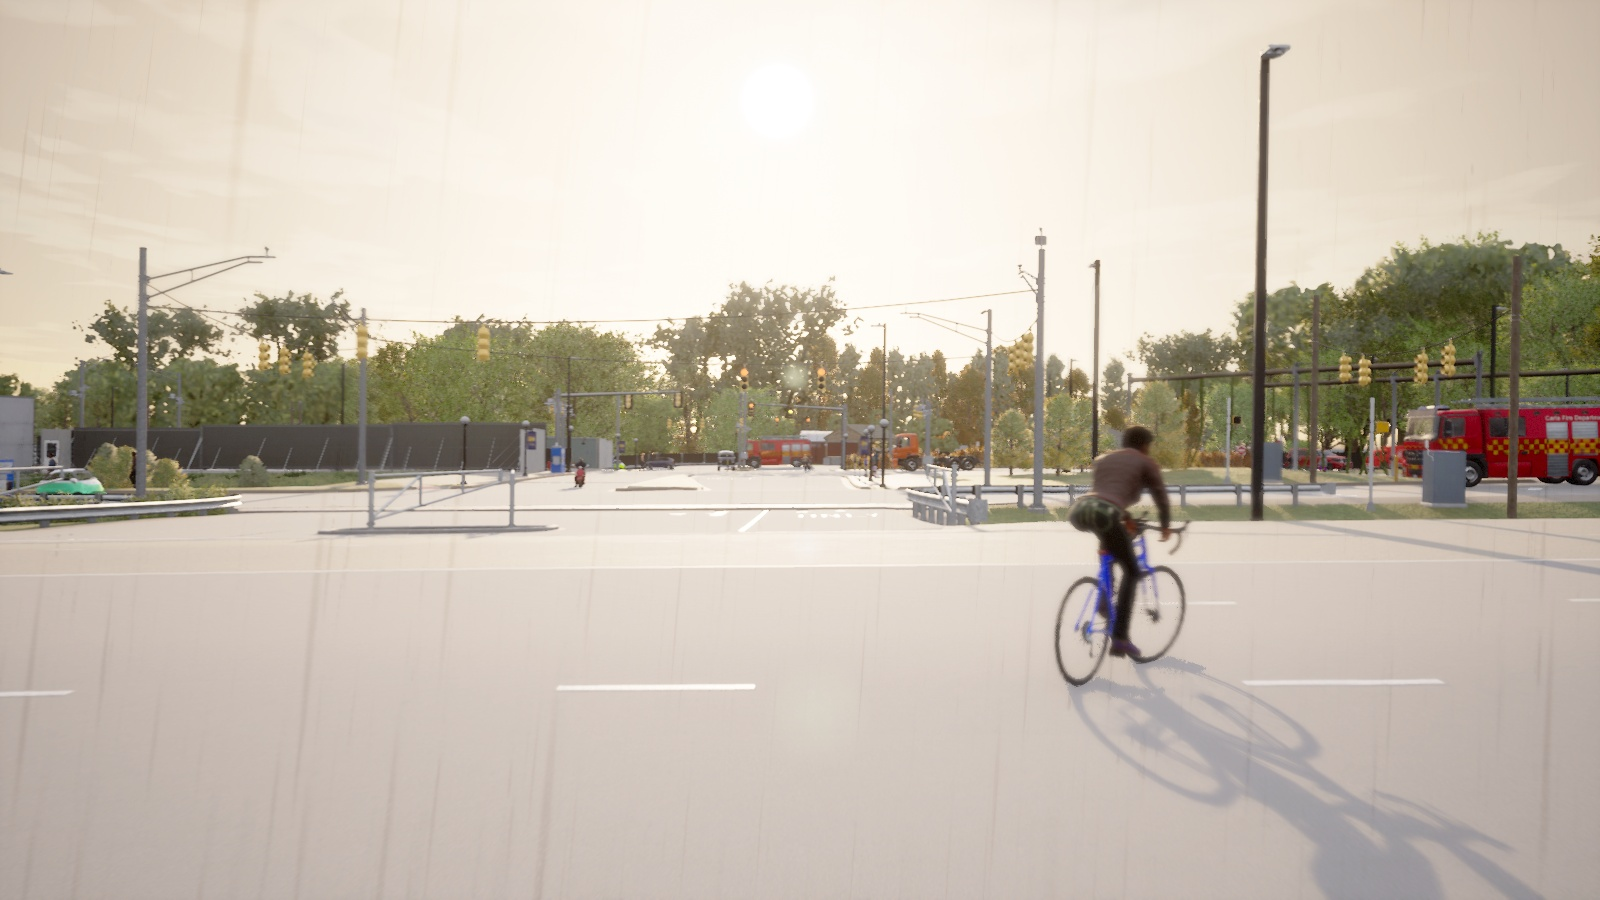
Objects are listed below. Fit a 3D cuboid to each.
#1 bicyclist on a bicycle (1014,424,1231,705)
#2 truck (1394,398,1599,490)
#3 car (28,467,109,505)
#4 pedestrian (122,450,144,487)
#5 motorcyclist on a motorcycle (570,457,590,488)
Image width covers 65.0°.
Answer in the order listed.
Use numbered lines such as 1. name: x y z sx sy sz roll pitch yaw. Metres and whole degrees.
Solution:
1. bicyclist on a bicycle: 2.115 0.661 8.116 0.582 1.620 1.656 4 3 43
2. truck: 31.014 -0.287 55.166 8.468 3.827 2.891 -1 1 0
3. car: -28.012 1.365 48.144 2.207 1.376 1.481 0 0 1
4. pedestrian: -32.423 0.902 61.050 0.869 1.805 0.328 1 1 0
5. motorcyclist on a motorcycle: -11.590 1.182 66.225 0.866 1.590 1.817 0 0 -5
